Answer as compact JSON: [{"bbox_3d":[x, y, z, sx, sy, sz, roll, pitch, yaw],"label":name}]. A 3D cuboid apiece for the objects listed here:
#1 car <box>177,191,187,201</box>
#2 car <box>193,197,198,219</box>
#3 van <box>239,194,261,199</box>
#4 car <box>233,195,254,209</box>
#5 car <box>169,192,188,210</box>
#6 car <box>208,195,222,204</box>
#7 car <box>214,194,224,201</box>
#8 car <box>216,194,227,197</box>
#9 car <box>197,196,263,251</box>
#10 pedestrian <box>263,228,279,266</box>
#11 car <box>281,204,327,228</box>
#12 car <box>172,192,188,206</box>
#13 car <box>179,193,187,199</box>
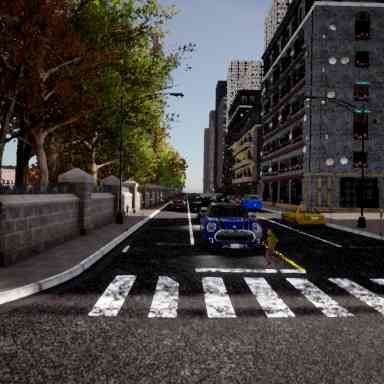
[{"bbox_3d":[-2.110,0.832,71.150,2.192,1.841,5.009,1,0,-1],"label":"car"},{"bbox_3d":[1.266,1.353,23.595,1.812,1.442,4.674,1,0,-1],"label":"car"},{"bbox_3d":[6.824,1.192,38.067,1.690,1.788,3.998,1,0,-1],"label":"van"},{"bbox_3d":[6.729,1.260,43.606,1.967,1.590,4.097,1,0,-1],"label":"car"},{"bbox_3d":[-1.556,1.138,37.924,1.967,1.590,4.097,1,0,-1],"label":"car"},{"bbox_3d":[3.912,1.301,56.752,1.895,1.301,4.718,1,0,-1],"label":"car"},{"bbox_3d":[6.169,1.191,76.833,2.008,1.369,4.403,1,0,-1],"label":"car"},{"bbox_3d":[4.082,1.107,46.709,2.097,1.767,4.553,1,0,0],"label":"car"},{"bbox_3d":[1.439,1.238,13.553,2.097,1.767,4.553,1,0,-1],"label":"car"},{"bbox_3d":[2.339,1.598,9.631,0.500,1.100,0.500,1,0,-1],"label":"pedestrian"},{"bbox_3d":[7.094,1.470,21.624,1.752,1.417,4.829,1,0,-1],"label":"car"},{"bbox_3d":[-1.739,0.952,48.999,2.192,1.841,5.009,1,0,-1],"label":"car"},{"bbox_3d":[-2.394,0.997,87.765,1.947,1.339,4.313,1,0,-1],"label":"car"}]
